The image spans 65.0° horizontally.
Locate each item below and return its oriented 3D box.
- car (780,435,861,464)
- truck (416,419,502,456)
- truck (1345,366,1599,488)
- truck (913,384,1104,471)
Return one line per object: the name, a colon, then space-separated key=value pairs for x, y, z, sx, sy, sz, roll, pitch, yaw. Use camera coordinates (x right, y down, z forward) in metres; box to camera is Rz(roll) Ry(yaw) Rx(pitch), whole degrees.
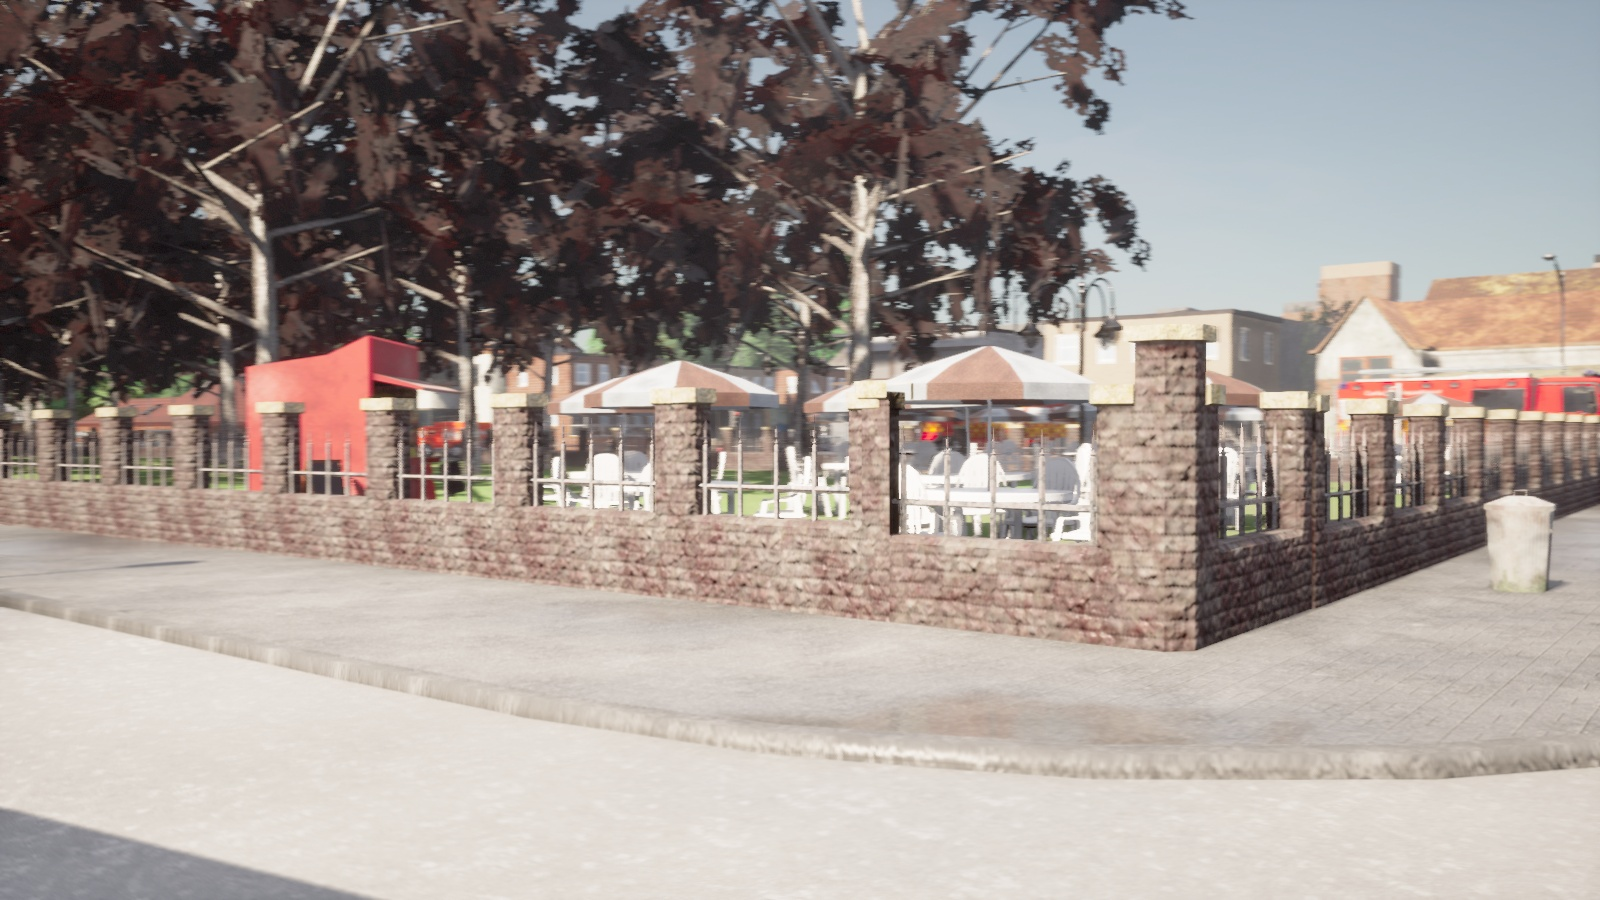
car: x=1.050 y=-0.034 z=65.546 sx=3.806 sy=1.475 sz=1.970 roll=1 pitch=1 yaw=39
truck: x=-23.320 y=-0.860 z=85.814 sx=5.204 sy=2.467 sz=2.627 roll=1 pitch=1 yaw=26
truck: x=23.311 y=-0.766 z=42.466 sx=8.468 sy=3.827 sz=2.891 roll=1 pitch=1 yaw=39
truck: x=9.621 y=-1.036 z=58.637 sx=8.468 sy=3.827 sz=2.891 roll=1 pitch=1 yaw=39
